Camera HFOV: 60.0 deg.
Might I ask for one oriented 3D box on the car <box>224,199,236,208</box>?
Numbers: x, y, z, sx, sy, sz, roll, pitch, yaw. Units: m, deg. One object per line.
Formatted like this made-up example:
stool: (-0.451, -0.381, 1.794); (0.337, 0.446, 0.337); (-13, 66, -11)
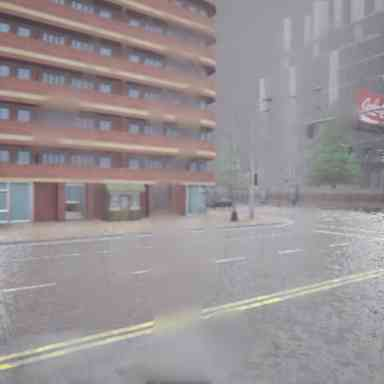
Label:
car: (3.699, 1.444, 43.610); (1.895, 1.301, 4.718); (0, 0, -33)

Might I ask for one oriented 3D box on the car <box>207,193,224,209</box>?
car: (1.085, 1.062, 41.206); (2.150, 2.045, 5.566); (0, 0, -33)
